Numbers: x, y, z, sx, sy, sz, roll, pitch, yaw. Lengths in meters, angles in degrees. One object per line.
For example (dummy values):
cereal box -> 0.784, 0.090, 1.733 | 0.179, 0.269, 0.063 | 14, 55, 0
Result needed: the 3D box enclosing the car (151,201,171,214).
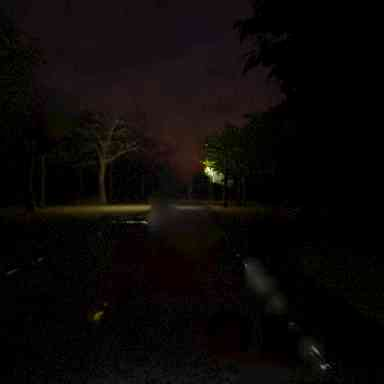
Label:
car -> -3.597, 1.813, 39.275 | 1.812, 1.442, 4.674 | 0, 0, 0
